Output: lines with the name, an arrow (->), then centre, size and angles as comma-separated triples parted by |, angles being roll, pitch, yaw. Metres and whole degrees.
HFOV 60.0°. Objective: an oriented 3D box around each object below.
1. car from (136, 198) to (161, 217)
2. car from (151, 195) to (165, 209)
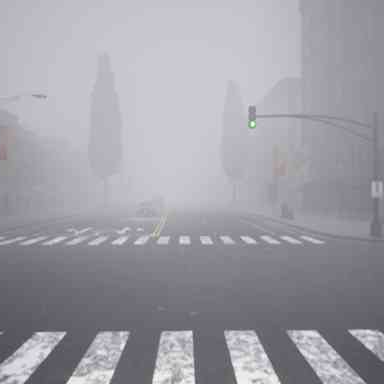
car -> -4.394, 1.640, 32.783 | 1.837, 1.490, 4.892 | 0, -1, -3
car -> -5.267, 1.435, 50.333 | 2.150, 2.045, 5.566 | 0, 0, -2
